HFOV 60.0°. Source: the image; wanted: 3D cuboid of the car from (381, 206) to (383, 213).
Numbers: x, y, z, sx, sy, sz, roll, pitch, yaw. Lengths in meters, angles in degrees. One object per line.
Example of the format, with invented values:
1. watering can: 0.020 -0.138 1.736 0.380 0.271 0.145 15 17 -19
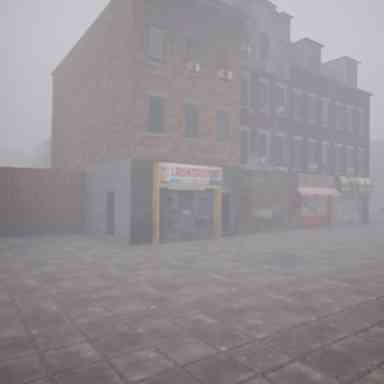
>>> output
1. car: 22.965 1.962 35.885 1.812 1.442 4.674 1 -1 -35
